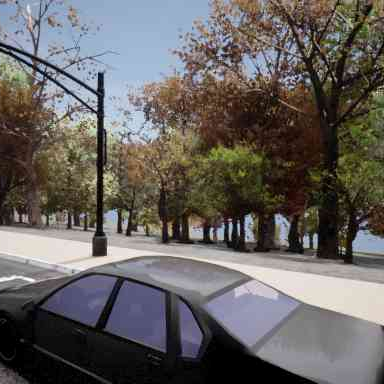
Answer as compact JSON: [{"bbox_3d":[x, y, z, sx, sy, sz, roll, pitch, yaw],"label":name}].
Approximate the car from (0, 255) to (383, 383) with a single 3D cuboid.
[{"bbox_3d":[-0.545,1.547,4.067,5.357,1.411,2.033,0,0,35],"label":"car"}]
